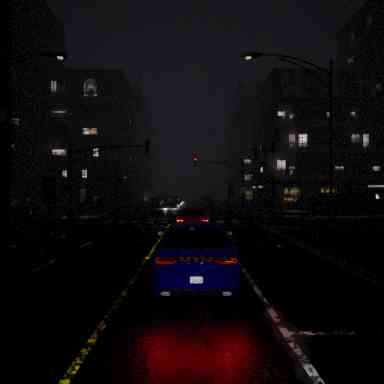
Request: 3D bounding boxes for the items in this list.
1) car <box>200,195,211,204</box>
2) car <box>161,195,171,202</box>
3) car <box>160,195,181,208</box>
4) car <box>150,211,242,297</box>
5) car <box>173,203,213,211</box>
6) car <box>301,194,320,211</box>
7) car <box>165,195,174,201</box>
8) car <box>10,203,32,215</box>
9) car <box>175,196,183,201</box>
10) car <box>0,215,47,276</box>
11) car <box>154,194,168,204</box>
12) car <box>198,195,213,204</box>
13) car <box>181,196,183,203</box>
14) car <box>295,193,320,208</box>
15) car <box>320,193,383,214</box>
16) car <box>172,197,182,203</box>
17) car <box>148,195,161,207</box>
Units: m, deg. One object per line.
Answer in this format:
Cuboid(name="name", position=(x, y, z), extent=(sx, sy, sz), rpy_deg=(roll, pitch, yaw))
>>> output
Cuboid(name="car", position=(2.590, 1.461, 63.238), extent=(1.967, 1.590, 4.097), rpy_deg=(0, 0, 0))
Cuboid(name="car", position=(-5.809, 1.470, 74.588), extent=(1.967, 1.590, 4.097), rpy_deg=(0, 0, 0))
Cuboid(name="car", position=(-3.158, 1.560, 49.230), extent=(2.033, 1.411, 5.357), rpy_deg=(0, 0, -1))
Cuboid(name="car", position=(0.090, 1.477, 8.632), extent=(1.882, 1.535, 5.008), rpy_deg=(0, 0, 0))
Cuboid(name="car", position=(0.070, 1.526, 17.973), extent=(1.812, 1.442, 4.674), rpy_deg=(0, 0, 1))
Cuboid(name="car", position=(14.727, 1.205, 35.637), extent=(4.892, 1.490, 1.837), rpy_deg=(-1, 0, -1))
Cuboid(name="car", position=(-5.827, 1.480, 85.953), extent=(1.967, 1.590, 4.097), rpy_deg=(0, 0, 0))
Cuboid(name="car", position=(-18.040, 1.803, 32.102), extent=(4.902, 1.511, 2.128), rpy_deg=(-1, 0, -1))
Cuboid(name="car", position=(-3.130, 1.567, 81.890), extent=(1.895, 1.301, 4.718), rpy_deg=(0, 0, 0))
Cuboid(name="car", position=(-5.756, 1.582, 9.834), extent=(1.802, 1.307, 4.206), rpy_deg=(0, 0, 0))
Cuboid(name="car", position=(-5.791, 1.336, 63.223), extent=(2.192, 1.841, 5.009), rpy_deg=(0, 0, 0))
Cuboid(name="car", position=(2.598, 1.458, 57.556), extent=(1.967, 1.590, 4.097), rpy_deg=(0, 0, 0))
Cuboid(name="car", position=(-3.170, 1.371, 59.201), extent=(2.097, 1.767, 4.553), rpy_deg=(0, 0, 0))
Cuboid(name="car", position=(14.499, 1.015, 38.206), extent=(5.009, 1.841, 2.192), rpy_deg=(-1, 1, -1))
Cuboid(name="car", position=(14.647, 1.029, 29.828), extent=(5.009, 1.841, 2.192), rpy_deg=(-1, 1, -1))
Cuboid(name="car", position=(-3.110, 1.627, 69.343), extent=(1.895, 1.301, 4.718), rpy_deg=(0, 0, 0))
Cuboid(name="car", position=(-5.772, 1.580, 51.858), extent=(1.947, 1.339, 4.313), rpy_deg=(0, 0, 0))
